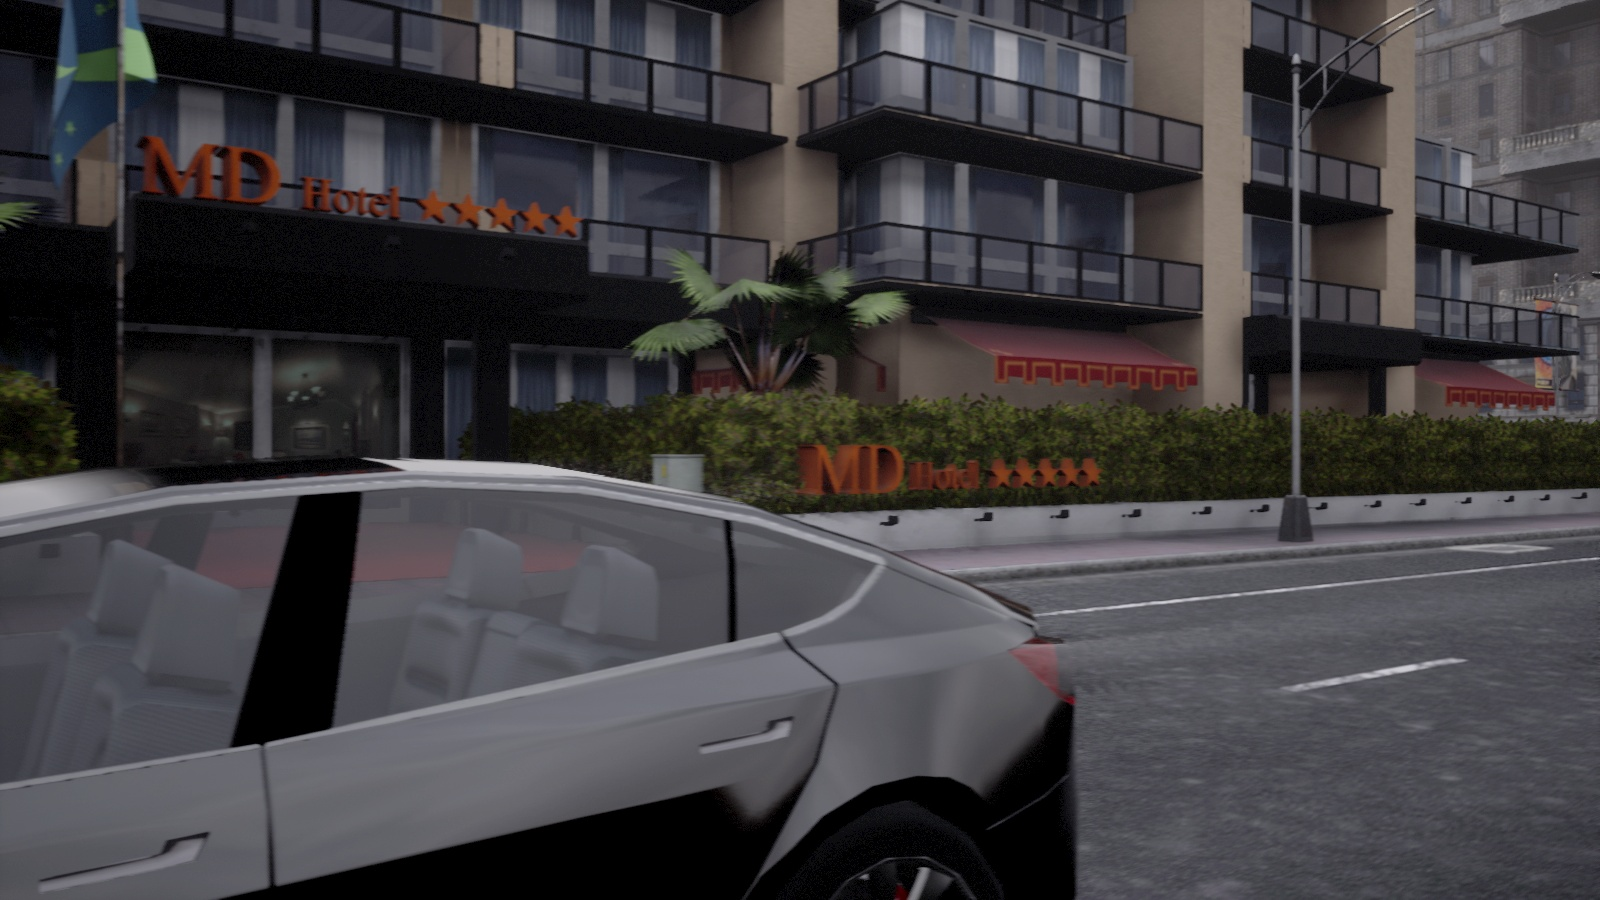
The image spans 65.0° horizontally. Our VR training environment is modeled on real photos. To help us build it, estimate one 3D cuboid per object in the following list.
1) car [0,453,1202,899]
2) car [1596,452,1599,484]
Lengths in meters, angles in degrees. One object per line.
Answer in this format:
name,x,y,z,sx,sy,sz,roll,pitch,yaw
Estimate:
car,-1.620,0.754,2.531,4.792,1.488,2.163,0,0,-35
car,39.282,0.816,58.139,1.845,1.501,3.633,0,0,-35
